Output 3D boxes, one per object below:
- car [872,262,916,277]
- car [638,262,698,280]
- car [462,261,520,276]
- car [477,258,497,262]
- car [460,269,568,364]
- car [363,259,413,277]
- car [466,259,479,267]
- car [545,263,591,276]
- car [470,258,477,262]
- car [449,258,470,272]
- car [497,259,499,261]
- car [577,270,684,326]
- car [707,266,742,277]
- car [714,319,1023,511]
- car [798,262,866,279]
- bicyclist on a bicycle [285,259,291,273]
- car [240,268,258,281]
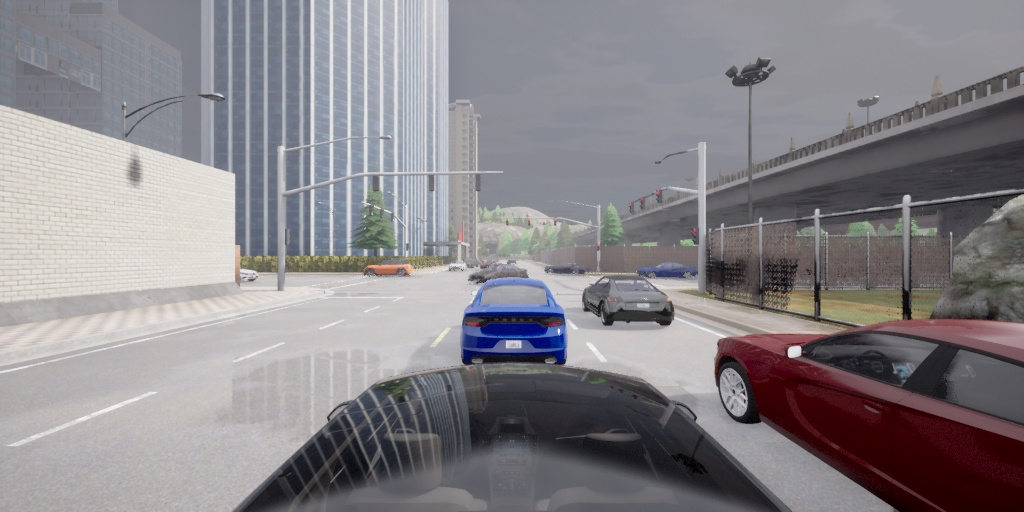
[{"bbox_3d":[36.962,1.311,35.534,4.892,1.490,1.837,0,0,0],"label":"car"},{"bbox_3d":[13.760,1.283,31.993,5.008,1.535,1.882,0,0,0],"label":"car"},{"bbox_3d":[-0.903,1.322,26.440,2.033,1.411,5.357,0,0,36],"label":"car"},{"bbox_3d":[-3.593,1.351,51.913,1.895,1.301,4.718,0,0,0],"label":"car"},{"bbox_3d":[0.052,1.228,8.069,1.882,1.535,5.008,0,0,1],"label":"car"},{"bbox_3d":[-12.243,1.150,35.436,4.553,1.767,2.097,0,0,0],"label":"car"},{"bbox_3d":[-7.069,1.314,64.795,1.994,1.385,4.181,0,0,-1],"label":"car"},{"bbox_3d":[5.864,1.378,38.113,4.718,1.301,1.895,0,0,33],"label":"car"},{"bbox_3d":[-7.094,1.102,56.154,2.097,1.767,4.553,0,0,0],"label":"car"},{"bbox_3d":[-7.099,1.276,47.289,1.812,1.442,4.674,0,0,0],"label":"car"},{"bbox_3d":[-3.583,1.351,61.077,1.895,1.301,4.718,0,0,0],"label":"car"},{"bbox_3d":[3.573,1.314,11.730,1.994,1.385,4.181,0,0,0],"label":"car"},{"bbox_3d":[19.947,1.406,35.509,4.718,1.301,1.895,0,0,0],"label":"car"},{"bbox_3d":[3.601,1.228,2.736,1.882,1.535,5.008,0,0,0],"label":"car"},{"bbox_3d":[28.372,1.283,32.022,5.008,1.535,1.882,0,0,0],"label":"car"},{"bbox_3d":[-25.307,1.106,40.188,0.582,1.620,1.656,0,0,0],"label":"bicyclist on a bicycle"},{"bbox_3d":[-22.642,1.331,28.232,4.674,1.442,1.812,0,0,0],"label":"car"}]
